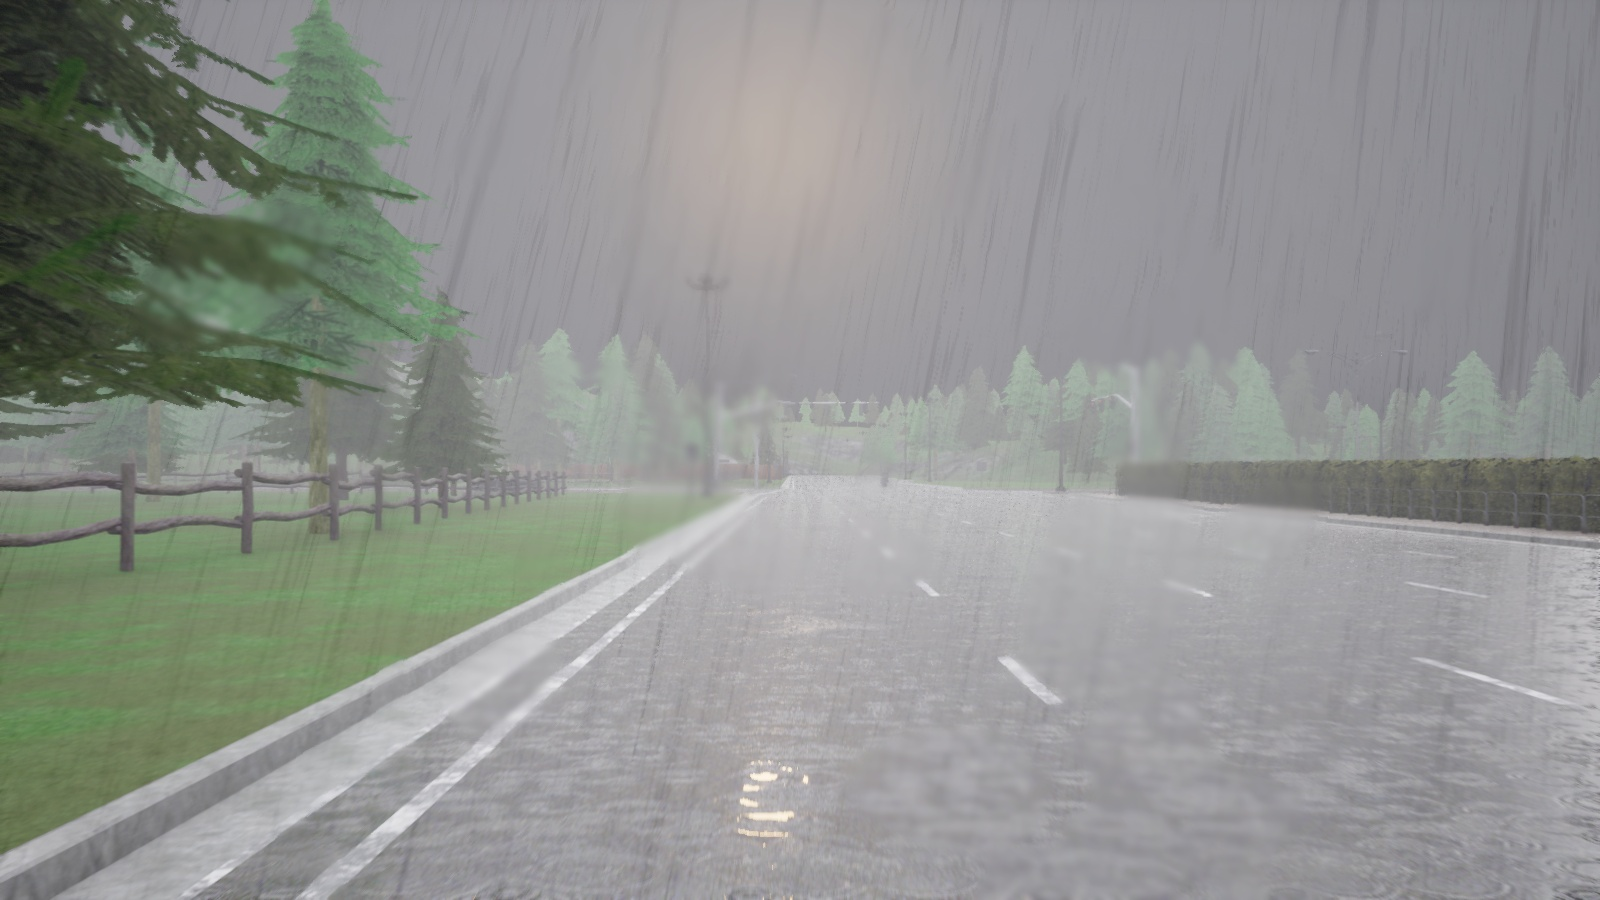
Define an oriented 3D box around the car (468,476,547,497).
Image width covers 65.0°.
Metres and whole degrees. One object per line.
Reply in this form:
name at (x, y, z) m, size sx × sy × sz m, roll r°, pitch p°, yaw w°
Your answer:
car at (-18.839, 2.346, 80.987) m, size 4.718 × 1.301 × 1.895 m, roll 0°, pitch -1°, yaw -1°
